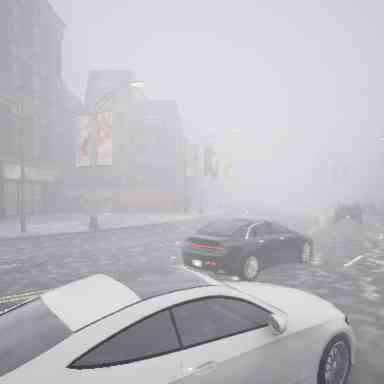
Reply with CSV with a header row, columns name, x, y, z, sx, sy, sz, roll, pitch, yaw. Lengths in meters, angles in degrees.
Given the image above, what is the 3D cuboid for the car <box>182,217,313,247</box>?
name,x,y,z,sx,sy,sz,roll,pitch,yaw
car,1.845,1.499,9.884,4.892,1.490,1.837,0,1,-45

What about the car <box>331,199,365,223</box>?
name,x,y,z,sx,sy,sz,roll,pitch,yaw
car,11.942,1.492,25.710,1.837,1.490,4.892,1,0,22

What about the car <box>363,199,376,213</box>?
name,x,y,z,sx,sy,sz,roll,pitch,yaw
car,18.175,1.509,35.857,1.812,1.442,4.674,0,0,10

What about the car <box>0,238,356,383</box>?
name,x,y,z,sx,sy,sz,roll,pitch,yaw
car,-0.193,1.524,3.413,4.674,1.442,1.812,0,0,-37
